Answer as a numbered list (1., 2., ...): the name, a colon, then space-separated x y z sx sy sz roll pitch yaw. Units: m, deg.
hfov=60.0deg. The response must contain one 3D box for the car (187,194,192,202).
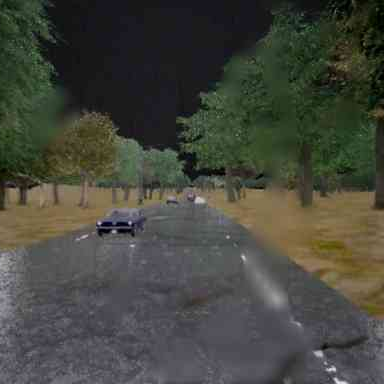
1. car: 0.011 1.265 69.681 1.882 1.535 5.008 0 0 0

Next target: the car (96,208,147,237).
1. car: -3.597 1.532 17.636 1.895 1.301 4.718 0 0 0

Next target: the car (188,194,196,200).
1. car: 0.015 1.389 91.058 2.128 1.511 4.902 0 -1 0

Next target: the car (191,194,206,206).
1. car: 1.234 1.437 52.633 1.812 1.442 4.674 0 0 0

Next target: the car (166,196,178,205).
1. car: -3.529 1.397 59.116 1.882 1.535 5.008 0 0 1
